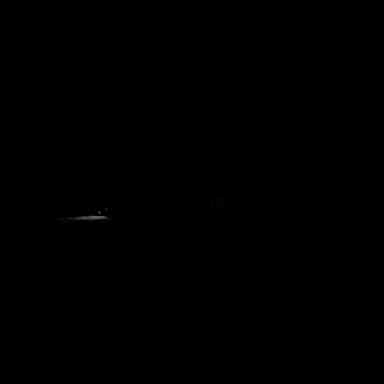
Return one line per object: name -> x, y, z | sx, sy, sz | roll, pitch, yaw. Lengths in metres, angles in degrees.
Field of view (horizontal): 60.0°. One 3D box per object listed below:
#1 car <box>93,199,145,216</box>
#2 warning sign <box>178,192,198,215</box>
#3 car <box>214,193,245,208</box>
car -> -6.631, 1.384, 31.061 | 2.033, 1.411, 5.357 | 0, 1, 31
warning sign -> -0.331, 0.960, 27.666 | 1.300, 1.860, 1.060 | 0, 0, 31
car -> 4.596, 1.202, 42.362 | 1.882, 1.535, 5.008 | 0, 0, 32
